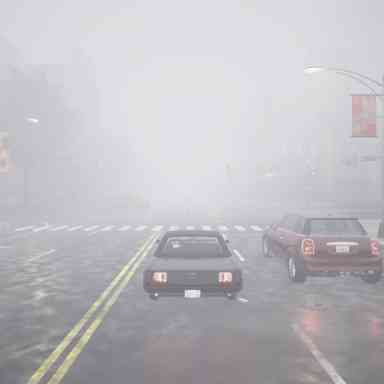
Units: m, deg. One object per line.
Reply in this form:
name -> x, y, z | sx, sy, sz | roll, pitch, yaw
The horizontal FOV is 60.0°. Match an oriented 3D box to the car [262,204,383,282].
car -> 3.507, 1.352, 9.873 | 2.097, 1.767, 4.553 | 0, 0, 0

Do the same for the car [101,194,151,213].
car -> -7.419, 1.221, 37.461 | 5.566, 2.045, 2.150 | 0, 1, -36

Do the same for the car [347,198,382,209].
car -> 22.619, 1.564, 42.458 | 4.181, 1.385, 1.994 | 0, 0, 0

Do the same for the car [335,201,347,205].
car -> 22.699, 1.547, 45.958 | 5.357, 1.411, 2.033 | 0, 0, 0

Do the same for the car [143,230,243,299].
car -> 0.015, 1.601, 8.393 | 1.895, 1.301, 4.718 | 0, 0, 0

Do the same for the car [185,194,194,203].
car -> -0.479, 1.505, 67.783 | 1.837, 1.490, 4.892 | 0, 0, 0
